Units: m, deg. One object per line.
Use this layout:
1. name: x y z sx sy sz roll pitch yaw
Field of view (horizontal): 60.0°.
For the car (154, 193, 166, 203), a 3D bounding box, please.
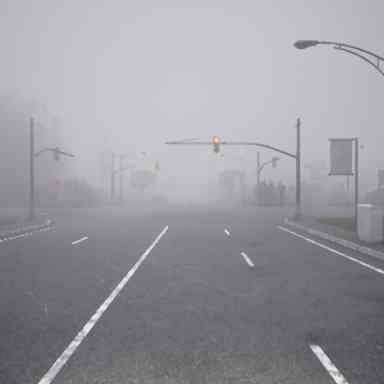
1. car: -6.255 1.068 65.591 2.097 1.767 4.553 0 0 1
